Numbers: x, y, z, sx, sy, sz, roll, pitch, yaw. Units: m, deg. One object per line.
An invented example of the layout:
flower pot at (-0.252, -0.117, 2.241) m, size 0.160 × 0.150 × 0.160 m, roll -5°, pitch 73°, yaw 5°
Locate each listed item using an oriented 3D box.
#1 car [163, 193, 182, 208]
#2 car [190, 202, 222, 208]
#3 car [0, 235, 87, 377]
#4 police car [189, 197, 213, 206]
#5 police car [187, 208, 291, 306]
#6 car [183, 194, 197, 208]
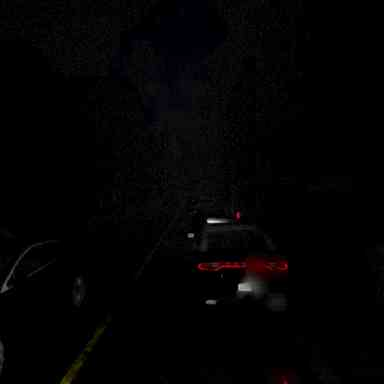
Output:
car at (-2.988, 1.215, 48.777) m, size 2.150 × 2.045 × 5.566 m, roll 0°, pitch 0°, yaw 0°
car at (0.939, 1.503, 18.152) m, size 1.837 × 1.490 × 4.892 m, roll 0°, pitch 0°, yaw 0°
car at (-3.088, 1.491, 5.064) m, size 2.128 × 1.511 × 4.902 m, roll 0°, pitch 0°, yaw 0°
police car at (0.952, 1.422, 24.262) m, size 1.930 × 1.638 × 5.238 m, roll 0°, pitch 0°, yaw 0°
police car at (0.917, 1.425, 8.262) m, size 1.930 × 1.638 × 5.238 m, roll 0°, pitch 0°, yaw 0°
car at (0.140, 1.345, 47.927) m, size 2.097 × 1.767 × 4.553 m, roll 0°, pitch 0°, yaw 1°
